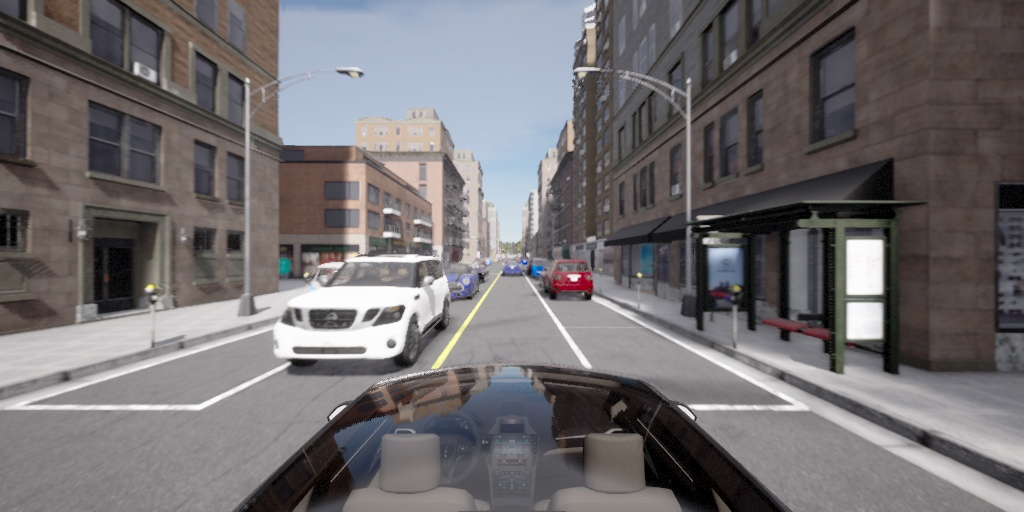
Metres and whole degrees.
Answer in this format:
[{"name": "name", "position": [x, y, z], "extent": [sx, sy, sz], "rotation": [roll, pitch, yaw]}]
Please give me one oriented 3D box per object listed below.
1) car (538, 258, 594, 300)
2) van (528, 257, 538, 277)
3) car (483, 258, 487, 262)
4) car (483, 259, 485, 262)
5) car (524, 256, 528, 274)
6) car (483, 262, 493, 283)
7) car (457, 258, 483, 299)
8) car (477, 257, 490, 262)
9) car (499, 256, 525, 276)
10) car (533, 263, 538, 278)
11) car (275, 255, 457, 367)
[{"name": "car", "position": [2.704, 1.094, 17.995], "extent": [2.192, 1.841, 5.009], "rotation": [0, 0, 0]}, {"name": "van", "position": [2.687, 1.147, 34.214], "extent": [1.690, 1.789, 3.998], "rotation": [0, 0, 0]}, {"name": "car", "position": [-5.401, 1.400, 55.837], "extent": [1.948, 1.339, 4.313], "rotation": [0, 0, 0]}, {"name": "car", "position": [-5.402, 1.376, 50.430], "extent": [2.007, 1.370, 4.403], "rotation": [0, 0, 0]}, {"name": "car", "position": [2.682, 1.129, 39.621], "extent": [2.192, 1.841, 5.009], "rotation": [0, 0, 0]}, {"name": "car", "position": [-2.839, 1.394, 28.501], "extent": [1.895, 1.301, 4.718], "rotation": [0, 0, 0]}, {"name": "car", "position": [-2.848, 1.129, 18.055], "extent": [2.097, 1.767, 4.553], "rotation": [0, 0, 0]}, {"name": "car", "position": [-5.401, 1.158, 61.243], "extent": [2.192, 1.841, 5.009], "rotation": [0, 0, 0]}, {"name": "car", "position": [0.048, 1.161, 37.579], "extent": [2.097, 1.767, 4.553], "rotation": [0, 0, 0]}, {"name": "car", "position": [2.699, 1.339, 23.401], "extent": [2.007, 1.370, 4.403], "rotation": [0, 0, 0]}, {"name": "car", "position": [-2.849, 0.981, 8.320], "extent": [2.150, 2.045, 5.566], "rotation": [0, 0, 0]}]
